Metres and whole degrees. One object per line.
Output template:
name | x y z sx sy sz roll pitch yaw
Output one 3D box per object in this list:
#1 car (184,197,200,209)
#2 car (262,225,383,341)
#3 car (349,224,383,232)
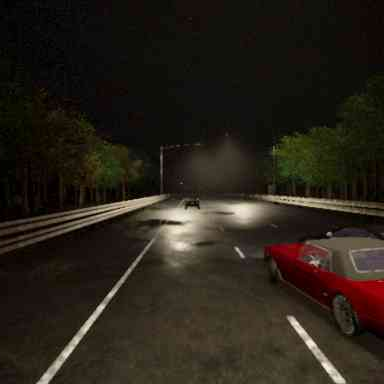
car | 0.035 1.306 41.386 2.033 1.411 5.357 0 1 0
car | 3.027 1.565 6.636 1.895 1.301 4.718 -2 0 -9
car | 4.591 1.527 8.807 1.994 1.385 4.181 0 1 -17
